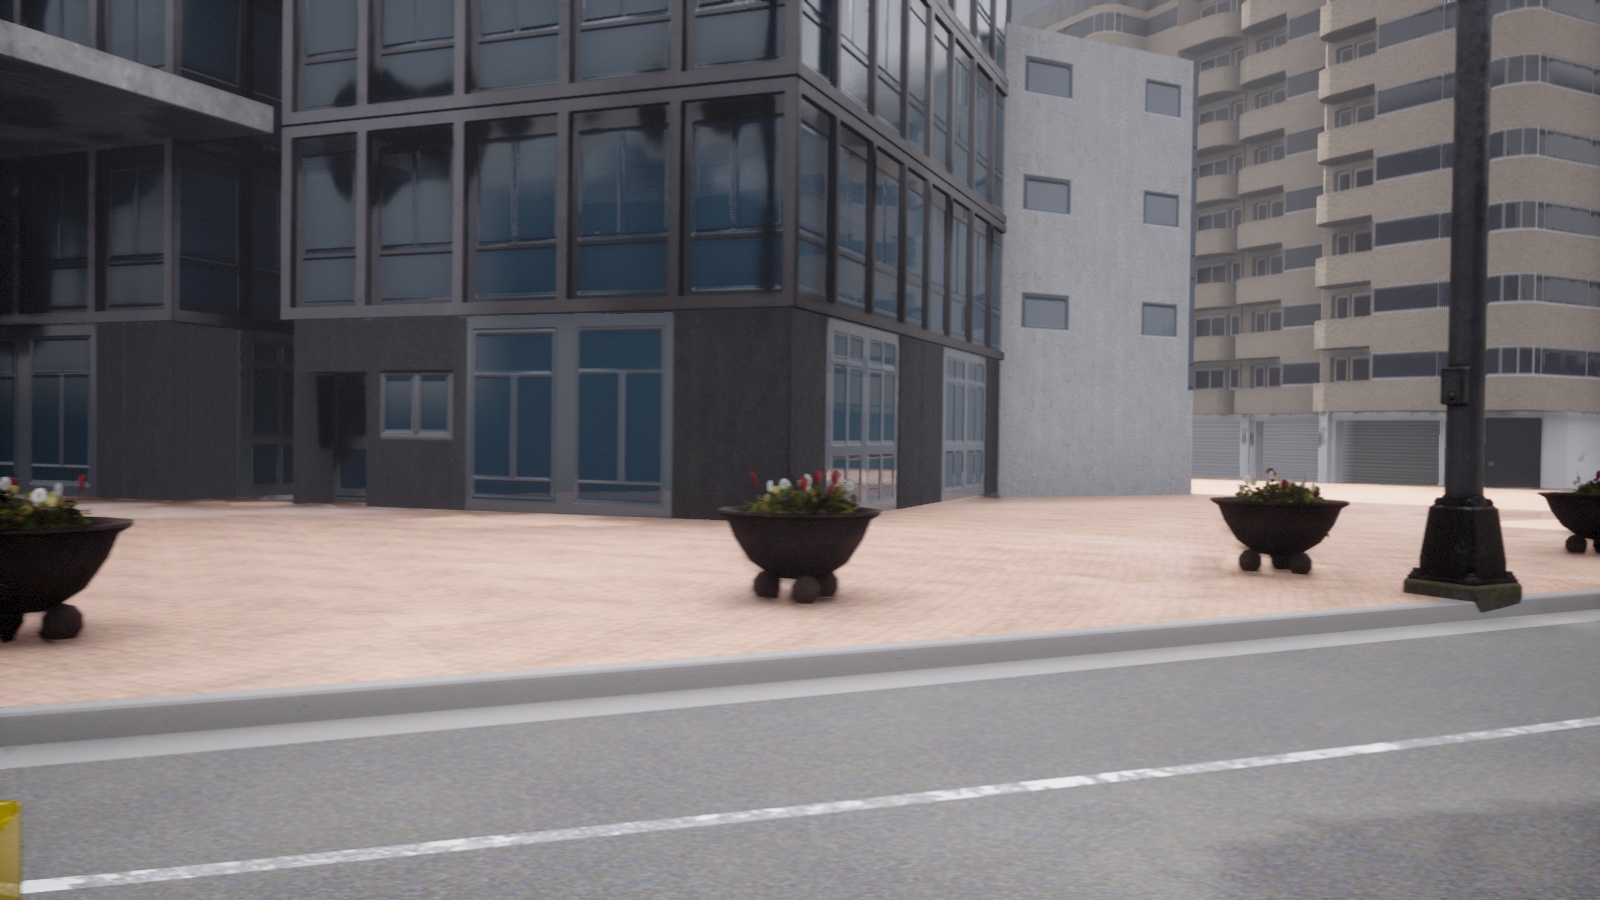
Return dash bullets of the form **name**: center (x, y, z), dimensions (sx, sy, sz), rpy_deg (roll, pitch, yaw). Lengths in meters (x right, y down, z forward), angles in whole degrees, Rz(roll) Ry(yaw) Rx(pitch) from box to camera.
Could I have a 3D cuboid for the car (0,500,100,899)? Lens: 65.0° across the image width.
- **car**: center (-2.677, 0.844, 2.290), dimensions (2.207, 1.376, 1.481), rpy_deg (-1, 1, -19)
